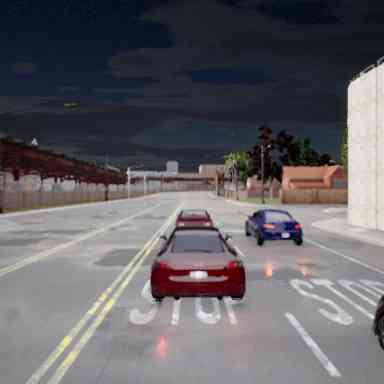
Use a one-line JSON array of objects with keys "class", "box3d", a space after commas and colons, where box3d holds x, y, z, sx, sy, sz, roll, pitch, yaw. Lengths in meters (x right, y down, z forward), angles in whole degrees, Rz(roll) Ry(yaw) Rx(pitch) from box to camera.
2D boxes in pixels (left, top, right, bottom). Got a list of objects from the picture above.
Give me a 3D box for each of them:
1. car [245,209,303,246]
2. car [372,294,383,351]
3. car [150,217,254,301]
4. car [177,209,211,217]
[{"class": "car", "box3d": [3.607, 1.496, 15.137, 1.812, 1.442, 4.674, 0, 0, 0]}, {"class": "car", "box3d": [3.607, 1.557, 3.128, 1.994, 1.385, 4.181, 0, 0, 0]}, {"class": "car", "box3d": [0.107, 1.548, 8.368, 1.994, 1.385, 4.181, 0, 0, -1]}, {"class": "car", "box3d": [0.107, 1.567, 17.897, 1.895, 1.301, 4.718, 0, 0, 0]}]
